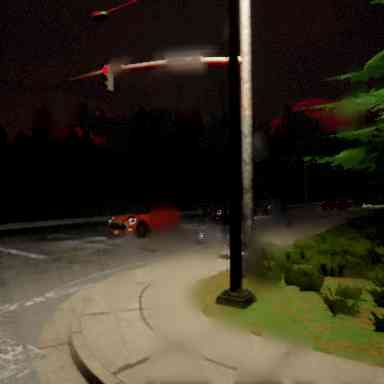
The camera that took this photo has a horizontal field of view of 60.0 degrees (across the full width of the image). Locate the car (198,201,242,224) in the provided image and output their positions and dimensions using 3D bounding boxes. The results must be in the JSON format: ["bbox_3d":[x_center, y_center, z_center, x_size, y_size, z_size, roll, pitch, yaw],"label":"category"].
[{"bbox_3d":[2.383,1.493,26.179,2.097,1.767,4.553,-1,-1,35],"label":"car"}]

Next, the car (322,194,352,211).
[{"bbox_3d":[17.992,1.315,41.759,2.150,2.045,5.566,-1,-1,35],"label":"car"}]

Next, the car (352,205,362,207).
[{"bbox_3d":[24.289,1.583,50.230,2.128,1.511,4.902,-1,-1,37],"label":"car"}]

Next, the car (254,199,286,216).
[{"bbox_3d":[7.964,1.494,34.179,2.097,1.767,4.553,-1,-1,36],"label":"car"}]

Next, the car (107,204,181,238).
[{"bbox_3d":[-2.623,1.491,18.927,2.097,1.767,4.553,-1,-1,34],"label":"car"}]
